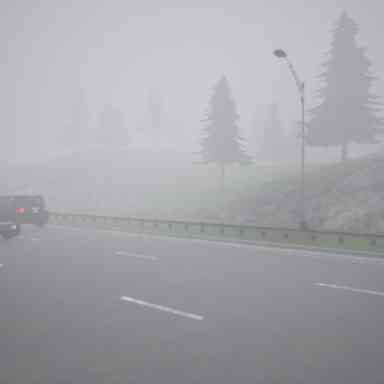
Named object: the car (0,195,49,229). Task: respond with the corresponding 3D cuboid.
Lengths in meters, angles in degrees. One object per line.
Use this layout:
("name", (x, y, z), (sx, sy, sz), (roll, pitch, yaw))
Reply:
("car", (-11.094, 1.203, 20.415), (5.566, 2.045, 2.150), (0, 0, 35))

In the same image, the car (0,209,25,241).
("car", (-10.027, 1.587, 15.395), (4.718, 1.301, 1.895), (0, 0, 35))
